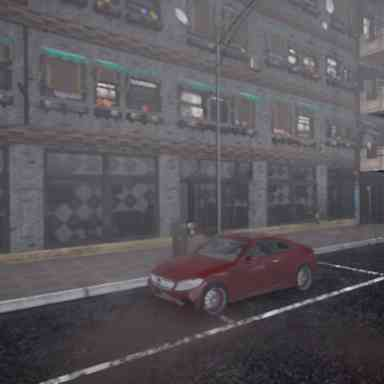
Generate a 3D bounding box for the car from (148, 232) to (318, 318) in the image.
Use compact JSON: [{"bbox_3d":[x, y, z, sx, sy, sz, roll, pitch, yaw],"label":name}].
[{"bbox_3d":[1.077,1.574,7.331,4.206,1.307,1.802,0,0,-35],"label":"car"}]
